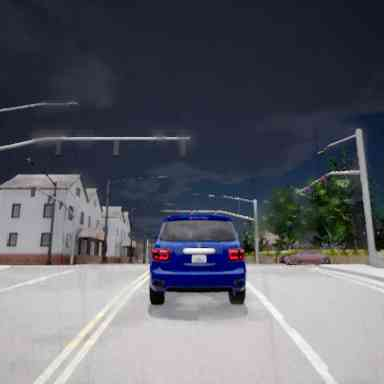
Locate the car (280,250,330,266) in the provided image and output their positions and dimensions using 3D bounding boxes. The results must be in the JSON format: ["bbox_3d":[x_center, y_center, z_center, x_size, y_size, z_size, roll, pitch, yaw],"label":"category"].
[{"bbox_3d":[10.008,5.905,29.651,4.181,1.385,1.994,0,-12,1],"label":"car"}]

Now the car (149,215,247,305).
[{"bbox_3d":[0.089,1.769,9.339,2.150,2.045,5.566,0,-7,-1],"label":"car"}]
